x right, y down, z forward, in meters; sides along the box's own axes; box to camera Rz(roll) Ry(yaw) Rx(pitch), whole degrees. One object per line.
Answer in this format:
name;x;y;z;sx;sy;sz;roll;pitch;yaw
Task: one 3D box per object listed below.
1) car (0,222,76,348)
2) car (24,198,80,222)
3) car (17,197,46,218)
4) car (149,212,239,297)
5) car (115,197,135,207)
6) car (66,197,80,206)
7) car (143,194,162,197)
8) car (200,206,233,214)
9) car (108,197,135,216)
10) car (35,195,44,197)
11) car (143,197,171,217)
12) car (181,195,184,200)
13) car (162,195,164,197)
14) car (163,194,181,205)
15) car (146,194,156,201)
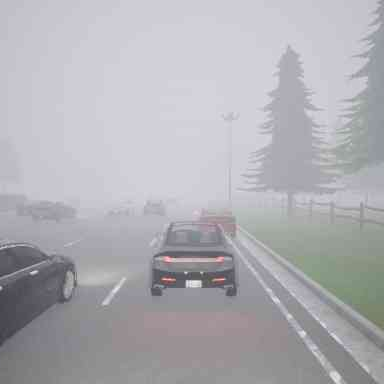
car;-3.401;1.505;5.277;1.837;1.490;4.892;0;0;0
car;-10.407;1.491;25.431;2.128;1.511;4.902;0;0;0
car;-13.909;1.477;30.226;1.882;1.535;5.008;0;0;0
car;0.050;1.491;8.594;2.128;1.511;4.902;0;0;0
car;-10.415;1.547;51.975;2.033;1.411;5.357;0;0;0
car;-19.767;1.600;55.211;1.895;1.301;4.718;0;0;-24
car;-6.916;1.477;57.866;1.882;1.535;5.008;0;0;0
car;1.220;1.478;17.937;1.882;1.535;5.008;0;0;0
car;-6.923;1.525;32.693;1.812;1.442;4.674;0;0;0
car;-37.091;1.477;80.533;1.882;1.535;5.008;0;0;-42
car;-3.409;1.491;31.377;2.128;1.511;4.902;0;0;0
car;-3.523;1.525;79.110;2.128;1.511;4.902;0;0;0
car;-7.025;1.525;85.986;2.128;1.511;4.902;0;0;0
car;-3.417;1.477;57.357;1.882;1.535;5.008;0;0;0
car;-10.524;1.355;85.247;2.097;1.767;4.553;0;0;0
